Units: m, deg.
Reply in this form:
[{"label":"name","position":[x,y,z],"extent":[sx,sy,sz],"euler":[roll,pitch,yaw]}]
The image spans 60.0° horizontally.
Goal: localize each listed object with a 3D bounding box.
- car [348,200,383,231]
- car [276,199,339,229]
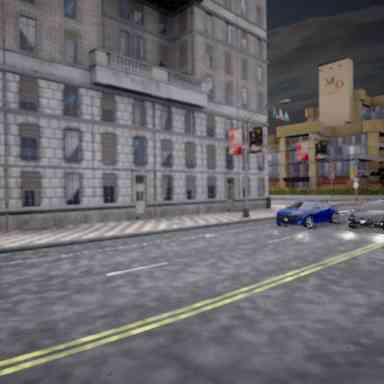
[{"label":"car","position":[10.226,1.213,18.110],"extent":[4.892,1.490,1.837],"euler":[-1,0,-42]},{"label":"car","position":[6.964,1.219,19.868],"extent":[5.008,1.535,1.882],"euler":[-1,0,-42]}]
